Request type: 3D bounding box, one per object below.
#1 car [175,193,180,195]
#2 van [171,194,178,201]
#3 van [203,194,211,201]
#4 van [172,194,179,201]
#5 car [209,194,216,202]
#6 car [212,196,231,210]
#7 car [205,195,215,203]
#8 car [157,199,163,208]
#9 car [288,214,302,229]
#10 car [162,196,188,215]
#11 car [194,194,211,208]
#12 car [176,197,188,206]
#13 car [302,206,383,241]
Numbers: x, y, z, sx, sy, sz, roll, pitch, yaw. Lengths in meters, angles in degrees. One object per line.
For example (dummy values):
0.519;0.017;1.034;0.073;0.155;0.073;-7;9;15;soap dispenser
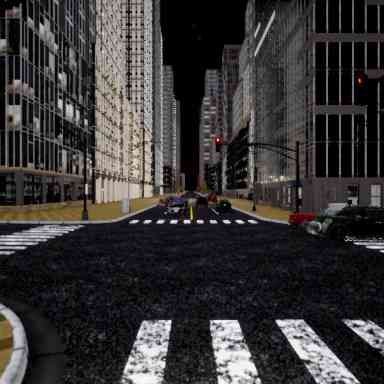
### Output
-4.177;1.425;74.960;1.967;1.590;4.097;0;0;0;car
-4.203;1.319;80.487;1.690;1.788;3.998;0;0;0;van
3.677;1.319;80.524;1.690;1.788;3.998;0;0;0;van
-4.229;1.313;86.014;1.690;1.788;3.998;0;0;0;van
3.755;1.312;63.940;2.192;1.841;5.009;0;0;0;car
3.907;1.578;41.832;1.947;1.339;4.313;0;0;0;car
3.729;1.431;69.469;1.967;1.590;4.097;0;0;0;car
-4.048;1.592;47.321;1.802;1.307;4.206;0;0;0;car
8.531;1.764;20.857;4.718;1.301;1.895;2;0;6;car
-1.527;1.508;33.766;2.128;1.511;4.902;0;0;-1;car
1.358;1.513;49.082;1.837;1.490;4.892;0;0;0;car
-1.608;1.605;56.189;1.895;1.301;4.718;0;0;0;car
8.430;1.514;17.072;4.553;1.767;2.097;1;1;-3;car
